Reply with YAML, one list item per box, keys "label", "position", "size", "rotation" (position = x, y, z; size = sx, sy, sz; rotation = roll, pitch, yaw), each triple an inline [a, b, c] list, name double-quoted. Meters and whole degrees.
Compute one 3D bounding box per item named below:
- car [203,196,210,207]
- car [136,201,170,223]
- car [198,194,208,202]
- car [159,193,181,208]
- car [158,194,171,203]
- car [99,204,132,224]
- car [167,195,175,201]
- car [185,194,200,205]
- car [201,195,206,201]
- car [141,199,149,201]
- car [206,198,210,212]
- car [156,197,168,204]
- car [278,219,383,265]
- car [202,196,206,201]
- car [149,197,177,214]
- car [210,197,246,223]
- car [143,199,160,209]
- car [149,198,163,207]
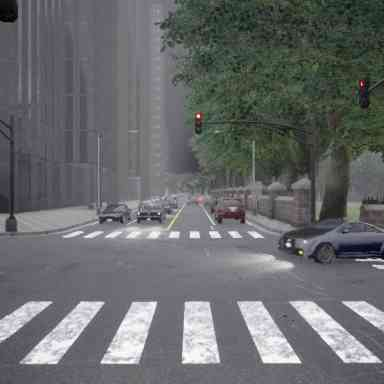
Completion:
- label: "car"
  position: [2.838, 1.579, 41.579]
  size: [2.008, 1.369, 4.403]
  rotation: [0, 0, 0]
- label: "car"
  position: [-3.053, 1.612, 25.659]
  size: [1.895, 1.301, 4.718]
  rotation: [0, 0, 0]
- label: "car"
  position: [2.524, 1.425, 75.837]
  size: [2.097, 1.767, 4.553]
  rotation: [0, 0, 0]
- label: "car"
  position: [-3.006, 1.385, 45.752]
  size: [2.097, 1.767, 4.553]
  rotation: [0, 0, 0]
- label: "car"
  position: [-5.638, 1.375, 68.873]
  size: [2.192, 1.841, 5.009]
  rotation: [0, 0, 0]
- label: "car"
  position: [-5.717, 1.576, 25.217]
  size: [1.947, 1.339, 4.313]
  rotation: [0, 0, 0]
- label: "car"
  position: [-5.599, 1.534, 90.701]
  size: [1.967, 1.590, 4.097]
  rotation: [0, 0, 0]
- label: "car"
  position: [0.211, 1.596, 59.323]
  size: [2.033, 1.411, 5.357]
  rotation: [0, 0, 0]
- label: "car"
  position: [2.857, 1.481, 52.493]
  size: [1.967, 1.590, 4.097]
  rotation: [0, 0, 0]
- label: "car"
  position: [-5.688, 1.579, 41.587]
  size: [2.008, 1.369, 4.403]
  rotation: [0, 0, 0]
- label: "car"
  position: [2.828, 1.588, 36.123]
  size: [1.947, 1.339, 4.313]
  rotation: [0, 0, 0]
- label: "car"
  position: [-5.648, 1.635, 63.416]
  size: [1.802, 1.307, 4.206]
  rotation: [0, 0, 0]
- label: "car"
  position: [5.278, 1.692, 12.021]
  size: [4.181, 1.385, 1.994]
  rotation: [1, 0, -14]
- label: "car"
  position: [2.847, 1.585, 47.036]
  size: [2.008, 1.369, 4.403]
  rotation: [0, 0, 0]
- label: "car"
  position: [-3.030, 1.569, 35.476]
  size: [2.033, 1.411, 5.357]
  rotation: [0, 0, 1]
- label: "car"
  position: [2.808, 1.326, 25.211]
  size: [2.192, 1.841, 5.009]
  rotation: [0, 0, 0]
- label: "car"
  position: [-5.678, 1.616, 47.045]
  size: [1.802, 1.307, 4.206]
  rotation: [0, 0, 0]
- label: "car"
  position: [-5.668, 1.623, 52.502]
  size: [1.802, 1.307, 4.206]
  rotation: [0, 0, 0]
